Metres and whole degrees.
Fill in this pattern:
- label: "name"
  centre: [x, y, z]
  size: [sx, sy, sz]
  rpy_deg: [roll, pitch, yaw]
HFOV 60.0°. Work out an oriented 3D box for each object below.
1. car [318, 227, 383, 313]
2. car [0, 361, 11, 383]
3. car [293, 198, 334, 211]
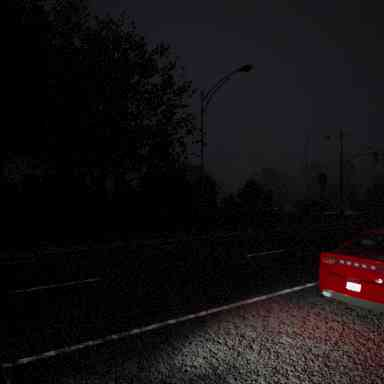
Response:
- label: "car"
  centre: [4.797, 1.478, 7.146]
  size: [5.008, 1.535, 1.882]
  rpy_deg: [0, 0, -35]
- label: "car"
  centre: [-3.441, 1.492, 1.299]
  size: [4.902, 1.511, 2.128]
  rpy_deg: [0, 0, -35]
- label: "car"
  centre: [14.488, 1.477, 39.849]
  size: [1.882, 1.535, 5.008]
  rpy_deg: [0, 0, -33]
